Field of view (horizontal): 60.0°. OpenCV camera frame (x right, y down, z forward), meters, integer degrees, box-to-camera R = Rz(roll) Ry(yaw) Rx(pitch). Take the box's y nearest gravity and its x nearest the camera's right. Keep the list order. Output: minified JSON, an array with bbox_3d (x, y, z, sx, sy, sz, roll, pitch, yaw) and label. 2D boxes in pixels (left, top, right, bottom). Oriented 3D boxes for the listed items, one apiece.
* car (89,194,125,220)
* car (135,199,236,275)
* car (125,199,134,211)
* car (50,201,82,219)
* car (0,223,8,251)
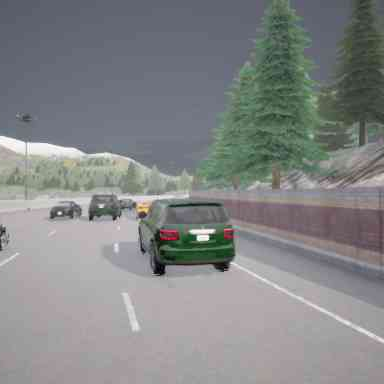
[{"bbox_3d":[-7.213,1.221,28.047,2.150,2.045,5.566,0,0,-6],"label":"car"},{"bbox_3d":[-0.423,1.221,10.785,2.150,2.045,5.566,0,0,-15],"label":"car"},{"bbox_3d":[-8.109,1.547,41.491,2.033,1.411,5.357,0,0,-1],"label":"car"},{"bbox_3d":[-10.799,1.525,28.739,1.812,1.442,4.674,0,0,-6],"label":"car"},{"bbox_3d":[-7.677,1.491,11.073,2.128,1.511,4.902,0,0,-14],"label":"car"}]
